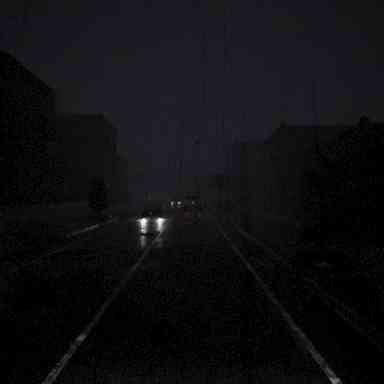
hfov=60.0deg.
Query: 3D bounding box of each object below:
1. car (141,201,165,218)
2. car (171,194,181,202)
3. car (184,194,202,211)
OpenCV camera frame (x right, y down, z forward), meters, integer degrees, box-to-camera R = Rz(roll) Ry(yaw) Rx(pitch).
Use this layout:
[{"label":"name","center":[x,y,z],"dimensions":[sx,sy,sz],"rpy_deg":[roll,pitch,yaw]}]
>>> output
[{"label":"car","center":[-3.579,1.595,31.207],"dimensions":[1.812,1.442,4.674],"rpy_deg":[0,0,0]},{"label":"car","center":[-3.511,1.321,72.471],"dimensions":[1.837,1.490,4.892],"rpy_deg":[0,1,0]},{"label":"car","center":[0.110,1.309,43.030],"dimensions":[2.150,2.045,5.566],"rpy_deg":[0,0,0]}]
